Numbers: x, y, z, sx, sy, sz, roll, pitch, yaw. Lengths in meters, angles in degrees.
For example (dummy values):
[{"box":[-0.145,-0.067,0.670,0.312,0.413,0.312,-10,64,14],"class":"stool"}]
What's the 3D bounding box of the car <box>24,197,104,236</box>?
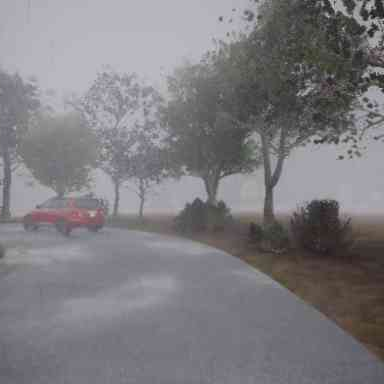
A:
[{"box":[-7.525,1.331,19.440,5.566,2.045,2.150,0,-1,36],"class":"car"}]
